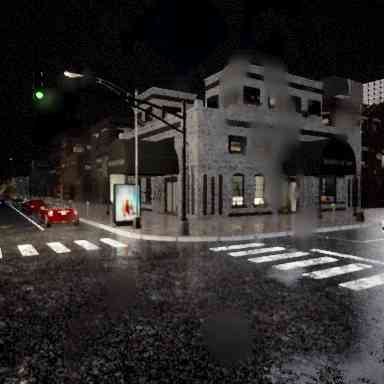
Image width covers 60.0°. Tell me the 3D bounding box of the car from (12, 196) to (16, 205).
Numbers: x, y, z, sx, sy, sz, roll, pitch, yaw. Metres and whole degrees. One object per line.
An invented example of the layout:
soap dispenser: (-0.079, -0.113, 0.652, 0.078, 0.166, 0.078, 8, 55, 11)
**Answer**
car: (-26.354, 1.266, 50.536, 2.008, 1.369, 4.403, -1, 1, -31)

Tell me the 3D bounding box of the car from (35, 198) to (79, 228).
car: (-8.596, 1.288, 21.330, 1.967, 1.590, 4.097, -1, 1, -31)

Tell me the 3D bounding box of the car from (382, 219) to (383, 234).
car: (10.607, 1.069, 14.384, 5.566, 2.045, 2.150, 0, 1, -32)

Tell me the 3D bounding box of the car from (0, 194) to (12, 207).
car: (-25.456, 1.320, 44.085, 1.994, 1.385, 4.181, -1, 0, -31)

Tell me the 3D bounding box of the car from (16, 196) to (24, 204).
car: (-17.475, 1.330, 35.934, 2.008, 1.369, 4.403, -1, 1, -31)

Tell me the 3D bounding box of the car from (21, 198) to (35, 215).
car: (-14.515, 1.384, 31.067, 1.802, 1.307, 4.206, -1, 1, -31)
